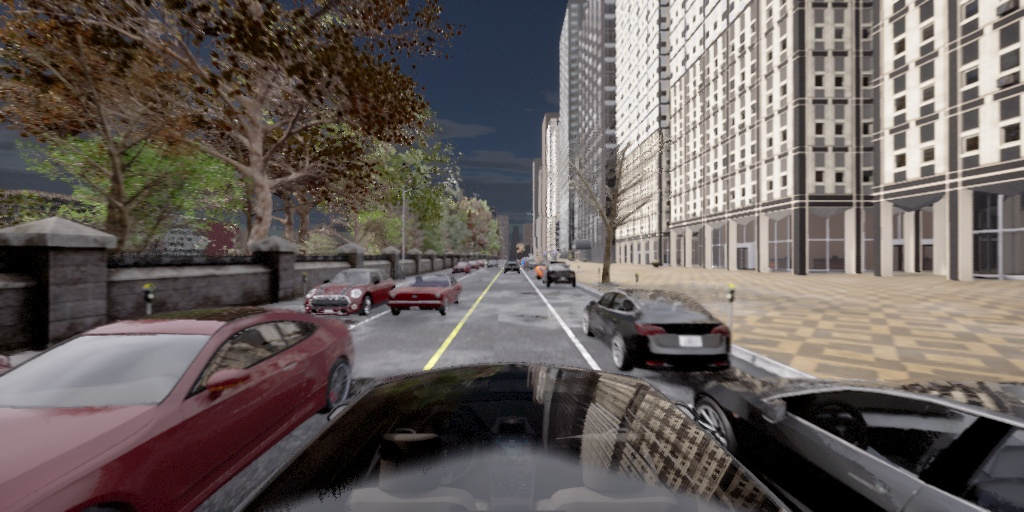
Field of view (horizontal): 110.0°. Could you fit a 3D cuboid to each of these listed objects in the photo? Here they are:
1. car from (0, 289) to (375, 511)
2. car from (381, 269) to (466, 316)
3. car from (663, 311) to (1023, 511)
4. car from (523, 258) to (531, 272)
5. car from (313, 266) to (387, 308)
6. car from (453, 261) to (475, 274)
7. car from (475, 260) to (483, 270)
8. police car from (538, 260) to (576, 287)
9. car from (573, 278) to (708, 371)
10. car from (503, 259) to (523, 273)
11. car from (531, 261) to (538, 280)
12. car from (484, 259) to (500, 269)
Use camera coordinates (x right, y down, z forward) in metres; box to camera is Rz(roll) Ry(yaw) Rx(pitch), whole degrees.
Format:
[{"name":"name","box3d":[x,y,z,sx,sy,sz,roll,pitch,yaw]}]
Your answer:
[{"name":"car","box3d":[-3.085,1.277,3.309,1.812,1.442,4.674,0,0,0]},{"name":"car","box3d":[-3.094,1.359,13.635,1.895,1.301,4.718,0,0,0]},{"name":"car","box3d":[2.688,1.316,1.849,1.948,1.339,4.313,0,0,0]},{"name":"car","box3d":[2.686,1.348,46.907,2.007,1.370,4.403,0,0,0]},{"name":"car","box3d":[-5.692,1.198,13.113,1.967,1.591,4.097,0,0,0]},{"name":"car","box3d":[-5.694,1.335,41.274,1.888,1.381,4.507,0,0,0]},{"name":"car","box3d":[-5.694,1.352,52.538,1.888,1.381,4.507,0,0,0]},{"name":"police car","box3d":[3.132,1.194,24.638,1.930,1.638,5.238,0,0,0]},{"name":"car","box3d":[2.688,1.319,7.481,1.948,1.339,4.313,0,0,0]},{"name":"car","box3d":[0.022,1.308,43.555,1.837,1.490,4.892,0,0,0]},{"name":"car","box3d":[3.111,1.130,31.499,2.097,1.767,4.553,0,0,0]},{"name":"car","box3d":[-3.057,1.319,57.680,1.837,1.490,4.892,0,0,0]}]
